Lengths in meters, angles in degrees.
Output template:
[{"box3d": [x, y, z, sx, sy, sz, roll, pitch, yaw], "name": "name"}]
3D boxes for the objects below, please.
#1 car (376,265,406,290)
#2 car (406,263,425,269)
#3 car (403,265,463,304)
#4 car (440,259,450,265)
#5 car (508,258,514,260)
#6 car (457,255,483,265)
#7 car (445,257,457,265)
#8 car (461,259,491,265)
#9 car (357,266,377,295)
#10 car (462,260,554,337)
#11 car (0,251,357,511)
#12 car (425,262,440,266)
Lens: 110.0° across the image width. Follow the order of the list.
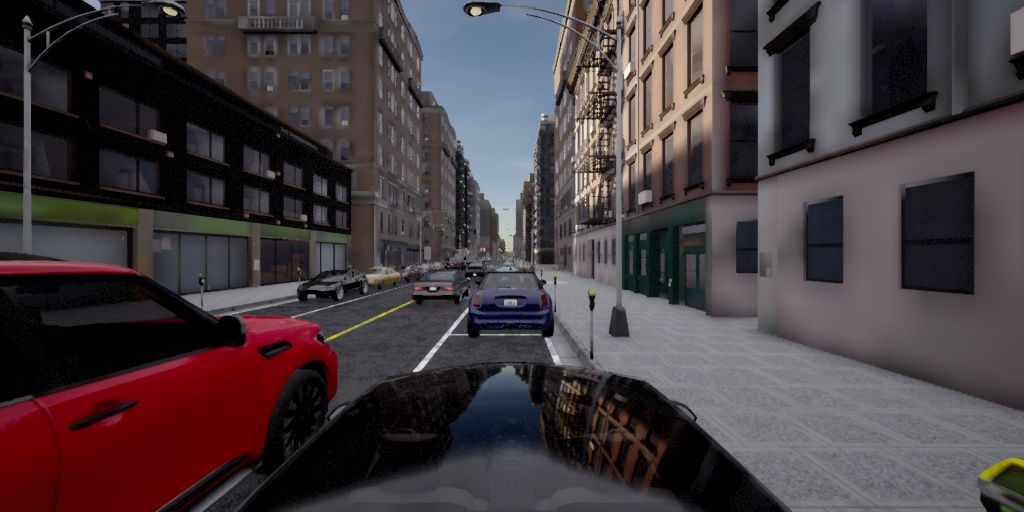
[{"box3d": [-8.408, 1.275, 22.461, 1.751, 1.417, 4.829, 0, 0, 0], "name": "car"}, {"box3d": [-8.408, 1.331, 28.044, 1.802, 1.307, 4.207, 0, 0, 0], "name": "car"}, {"box3d": [-3.020, 1.297, 16.216, 2.033, 1.411, 5.357, 0, 0, 0], "name": "car"}, {"box3d": [-8.408, 1.294, 38.870, 2.007, 1.370, 4.403, 0, 0, 0], "name": "car"}, {"box3d": [-0.383, 1.269, 39.031, 1.751, 1.417, 4.829, 0, 0, 0], "name": "car"}, {"box3d": [-5.772, 0.943, 49.935, 2.150, 2.045, 5.566, 0, 0, 0], "name": "car"}, {"box3d": [-8.408, 1.052, 49.696, 2.192, 1.841, 5.009, 0, 0, 0], "name": "car"}, {"box3d": [-3.017, 1.256, 31.530, 1.837, 1.490, 4.892, 0, 0, 0], "name": "car"}, {"box3d": [-8.408, 1.315, 17.218, 1.948, 1.339, 4.313, 0, 0, 0], "name": "car"}, {"box3d": [-0.033, 1.102, 10.470, 2.097, 1.767, 4.553, 0, 0, 0], "name": "car"}, {"box3d": [-3.020, 0.973, 1.644, 2.150, 2.045, 5.566, 0, 0, 0], "name": "car"}, {"box3d": [-8.408, 1.298, 33.457, 2.007, 1.370, 4.403, 0, 0, 0], "name": "car"}]
